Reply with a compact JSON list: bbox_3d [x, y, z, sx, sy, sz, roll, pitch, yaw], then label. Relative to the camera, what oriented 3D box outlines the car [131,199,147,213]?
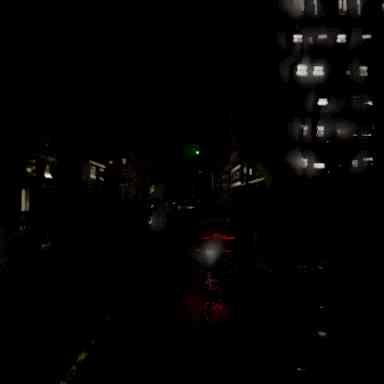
[{"bbox_3d":[-5.755,1.593,37.693,1.887,1.381,4.507,1,0,0],"label":"car"}]

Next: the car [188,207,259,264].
[{"bbox_3d":[1.232,1.522,12.027,1.837,1.490,4.892,-1,0,16],"label":"car"}]

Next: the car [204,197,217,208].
[{"bbox_3d":[2.703,1.503,49.123,1.967,1.590,4.097,1,0,0],"label":"car"}]

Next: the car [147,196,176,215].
[{"bbox_3d":[-3.063,1.396,34.038,2.097,1.767,4.553,0,0,-1],"label":"car"}]

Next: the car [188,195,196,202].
[{"bbox_3d":[-0.005,1.408,75.789,1.882,1.535,5.008,0,0,0],"label":"car"}]

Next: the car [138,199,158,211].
[{"bbox_3d":[-5.679,1.600,43.374,1.887,1.381,4.507,1,0,0],"label":"car"}]

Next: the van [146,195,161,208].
[{"bbox_3d":[-5.675,1.404,49.062,1.690,1.788,3.998,1,0,0],"label":"van"}]

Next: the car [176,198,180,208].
[{"bbox_3d":[-3.089,1.414,45.094,2.097,1.767,4.553,0,-1,0],"label":"car"}]

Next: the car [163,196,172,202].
[{"bbox_3d":[-5.682,1.682,77.495,1.802,1.307,4.206,1,0,0],"label":"car"}]

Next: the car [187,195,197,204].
[{"bbox_3d":[-0.004,1.561,65.363,1.882,1.535,5.008,0,0,0],"label":"car"}]
